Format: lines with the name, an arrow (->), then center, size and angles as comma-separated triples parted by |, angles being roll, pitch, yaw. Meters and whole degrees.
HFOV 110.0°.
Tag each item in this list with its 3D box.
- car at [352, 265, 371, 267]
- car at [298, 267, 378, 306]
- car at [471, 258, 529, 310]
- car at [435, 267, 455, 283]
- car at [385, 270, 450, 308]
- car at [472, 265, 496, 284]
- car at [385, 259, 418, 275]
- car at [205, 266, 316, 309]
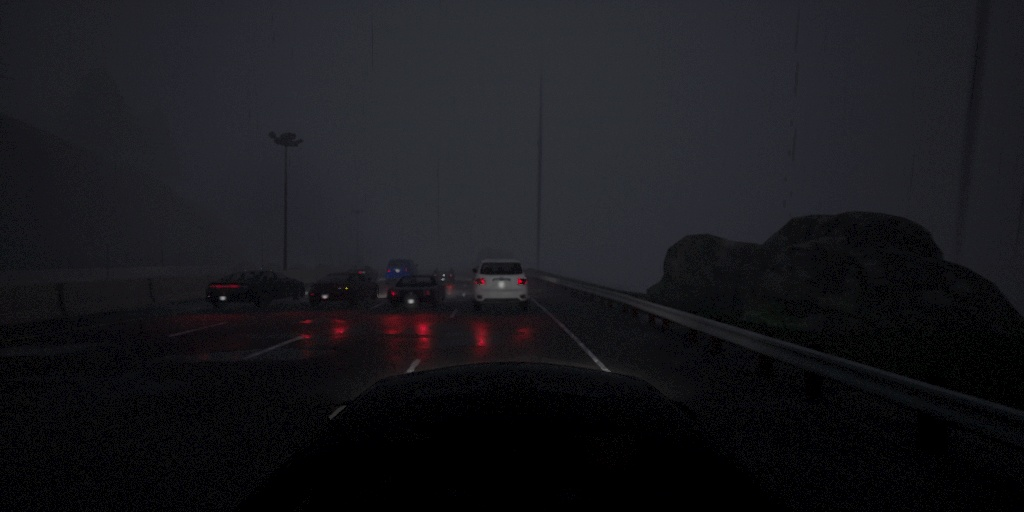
car -> -13.028, 1.565, 31.287 | 2.128, 1.511, 4.902 | 0, 0, -9
car -> -7.662, 1.439, 16.619 | 1.812, 1.442, 4.674 | 0, 0, -5
car -> -0.566, 1.125, 15.834 | 2.150, 2.045, 5.566 | 0, 0, -4
car -> -6.067, 1.678, 32.121 | 1.895, 1.301, 4.718 | 0, -1, -9
car -> -4.113, 1.508, 16.225 | 1.895, 1.301, 4.718 | 0, -1, -4
car -> -2.655, 1.590, 32.915 | 1.837, 1.490, 4.892 | 0, 0, -9
car -> -9.411, 1.291, 30.912 | 2.150, 2.045, 5.566 | 0, 0, -9
car -> -11.119, 1.402, 15.975 | 2.128, 1.511, 4.902 | 0, 0, -5
